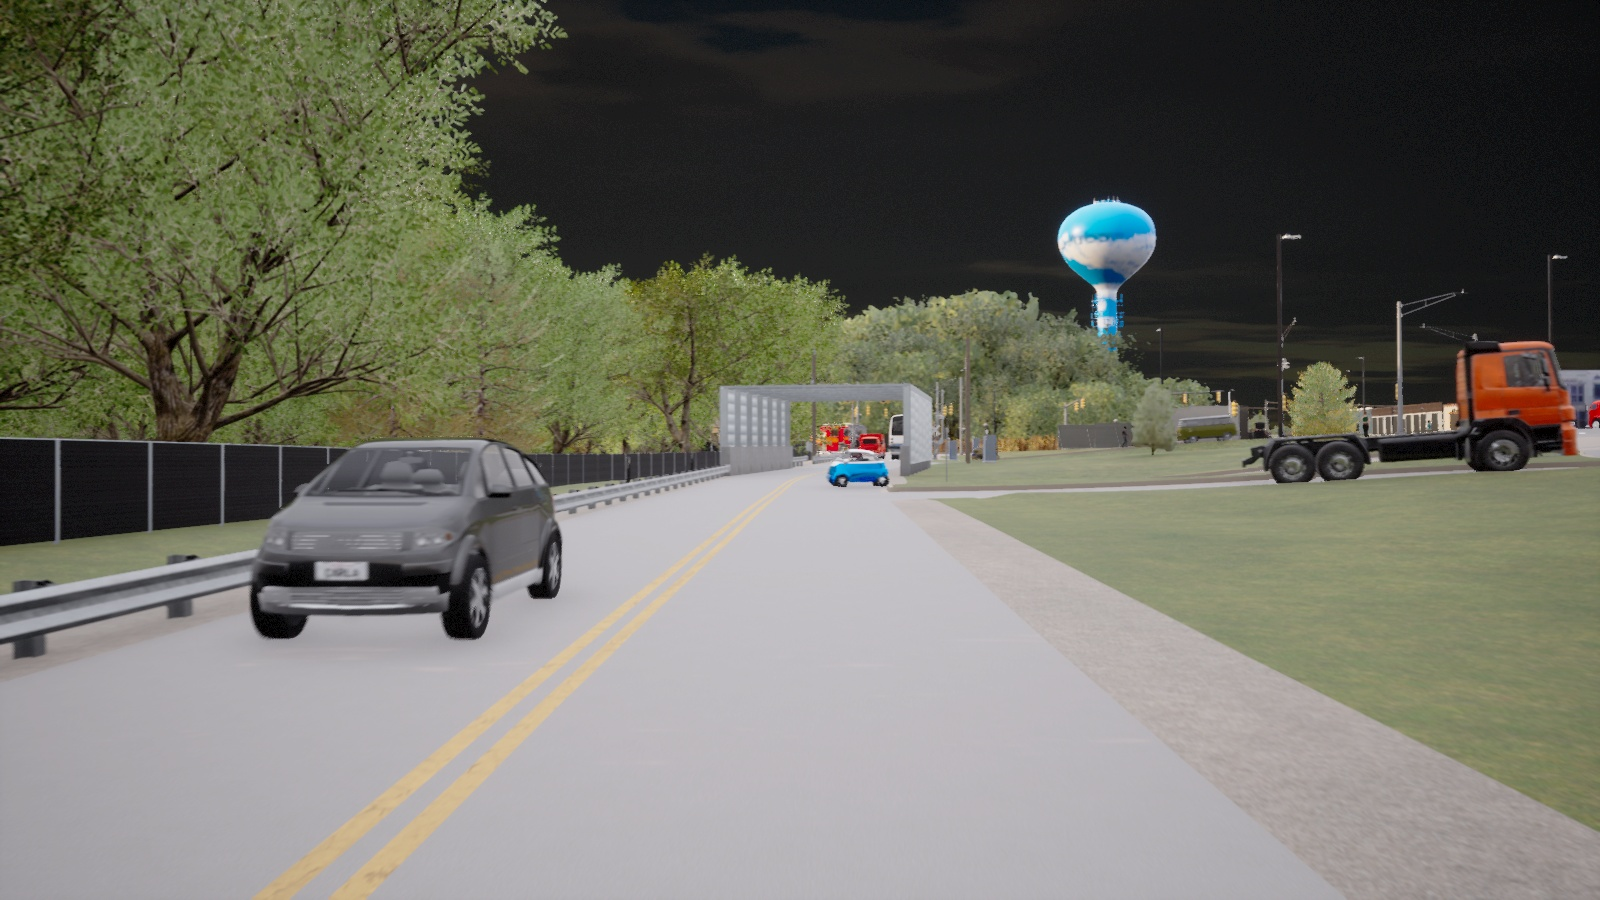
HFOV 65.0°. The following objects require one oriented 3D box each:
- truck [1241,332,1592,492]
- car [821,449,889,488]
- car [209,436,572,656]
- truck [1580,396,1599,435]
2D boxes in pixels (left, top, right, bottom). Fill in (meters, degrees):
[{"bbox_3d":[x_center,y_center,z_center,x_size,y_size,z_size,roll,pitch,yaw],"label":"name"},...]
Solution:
[{"bbox_3d":[16.172,-0.925,33.688,7.936,3.462,2.891,-4,0,20],"label":"truck"},{"bbox_3d":[1.976,0.657,45.572,2.207,1.376,1.481,0,0,-8],"label":"car"},{"bbox_3d":[-3.226,0.665,10.706,1.789,1.549,3.705,0,0,2],"label":"car"},{"bbox_3d":[52.984,-2.243,80.415,2.627,2.467,5.204,0,0,-4],"label":"truck"}]
